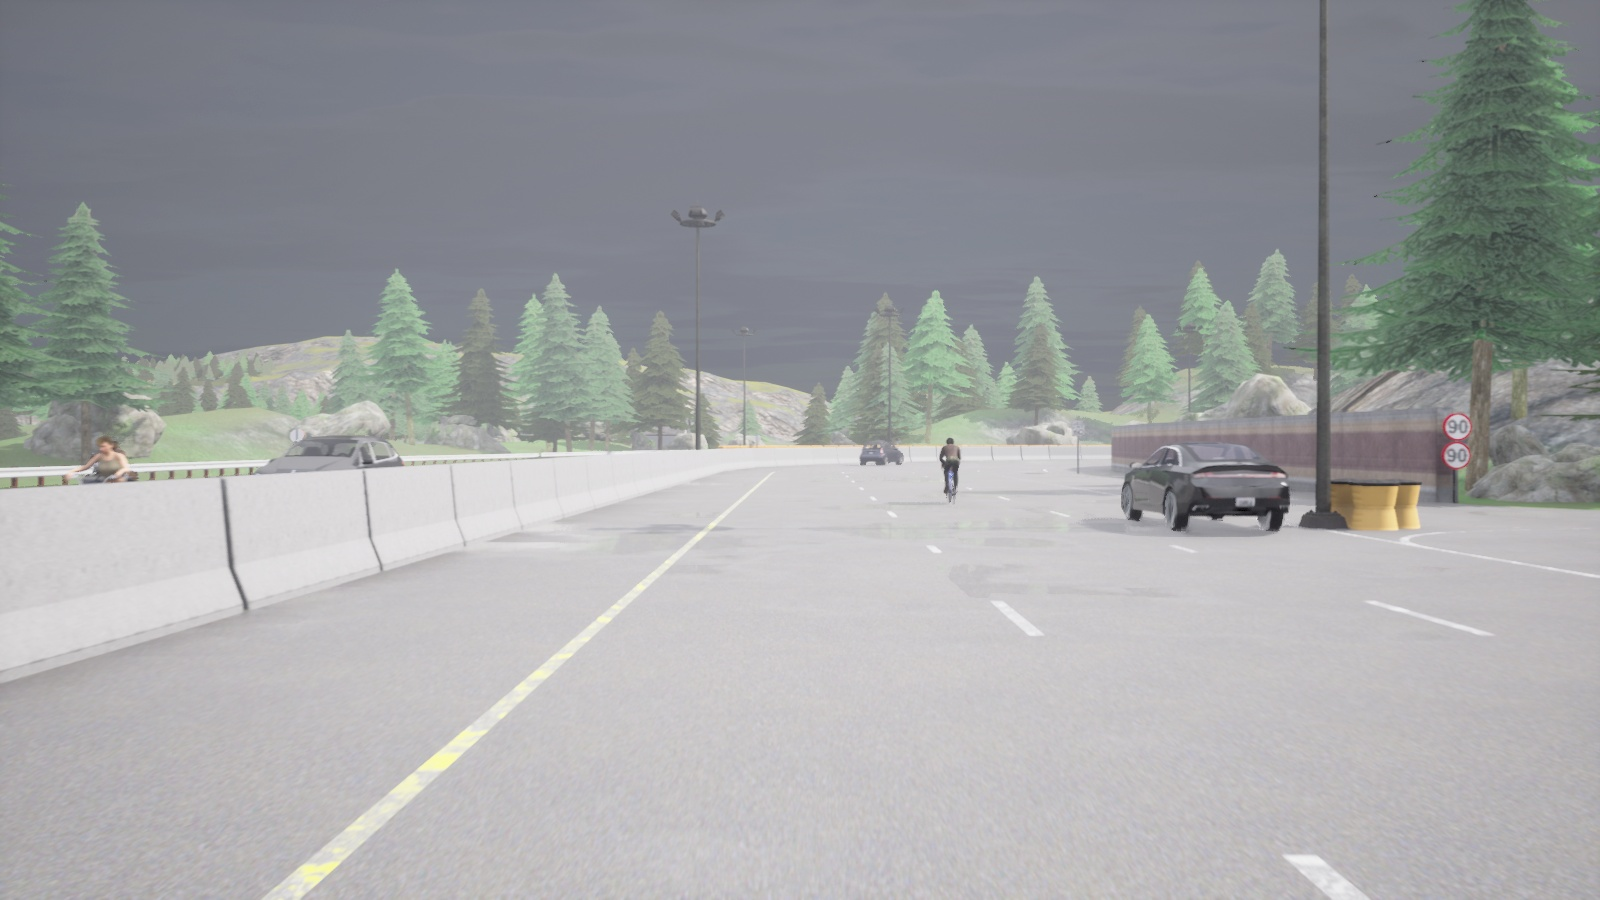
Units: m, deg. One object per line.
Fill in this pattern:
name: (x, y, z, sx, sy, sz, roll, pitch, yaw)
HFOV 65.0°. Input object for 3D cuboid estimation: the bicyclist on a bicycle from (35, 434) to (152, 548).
bicyclist on a bicycle: (-10.367, 0.570, 18.487, 0.866, 1.612, 1.509, 0, 0, 1)

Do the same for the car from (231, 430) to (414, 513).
car: (-10.324, 0.426, 27.583, 2.242, 1.667, 4.611, 0, 0, 0)

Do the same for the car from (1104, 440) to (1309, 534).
car: (7.150, 0.580, 22.698, 2.128, 1.511, 4.902, 0, 0, 0)

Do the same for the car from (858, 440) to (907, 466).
car: (5.471, 0.179, 82.959, 1.851, 1.617, 3.988, 0, 0, 26)

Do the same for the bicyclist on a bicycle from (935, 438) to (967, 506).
bicyclist on a bicycle: (3.693, 0.528, 30.846, 0.582, 1.620, 1.656, 0, 0, 0)

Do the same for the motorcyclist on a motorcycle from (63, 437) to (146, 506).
motorcyclist on a motorcycle: (-17.307, 0.506, 31.316, 0.766, 1.649, 2.350, 0, 1, 0)
